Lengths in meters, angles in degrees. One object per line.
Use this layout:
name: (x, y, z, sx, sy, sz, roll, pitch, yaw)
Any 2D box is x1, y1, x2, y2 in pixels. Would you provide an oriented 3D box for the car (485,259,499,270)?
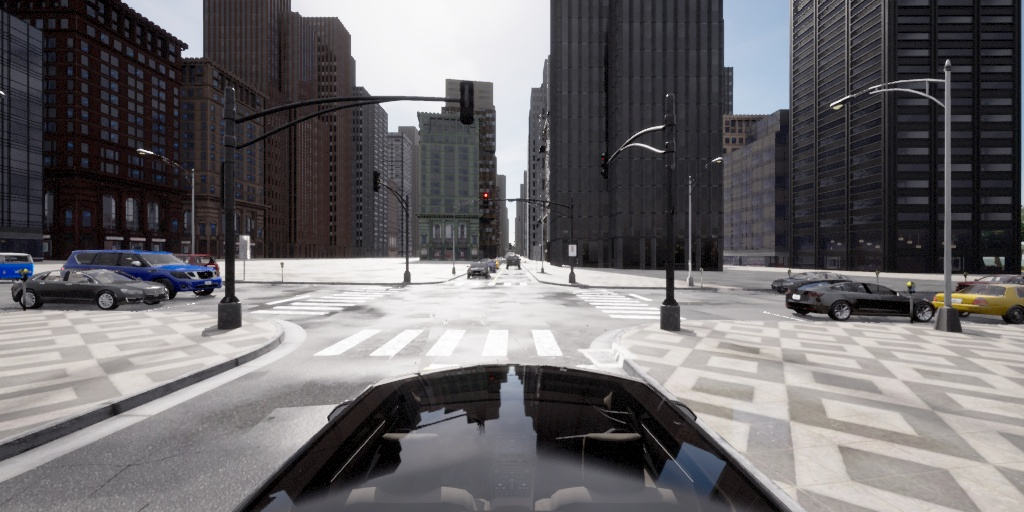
car: (-2.979, 1.225, 54.287, 1.882, 1.535, 5.008, 0, 0, 0)

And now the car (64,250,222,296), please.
car: (-15.814, 0.771, 15.419, 5.566, 2.045, 2.150, 1, 0, 0)

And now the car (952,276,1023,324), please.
car: (17.962, 1.570, 12.683, 4.829, 1.417, 1.751, 0, 0, 0)

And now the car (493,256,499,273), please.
car: (-3.009, 1.100, 43.502, 2.097, 1.767, 4.553, 0, 0, 0)

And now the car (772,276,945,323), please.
car: (12.150, 1.523, 12.696, 4.313, 1.339, 1.948, 0, 0, 0)

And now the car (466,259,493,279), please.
car: (-3.035, 1.253, 33.250, 1.837, 1.490, 4.892, 0, 0, 0)

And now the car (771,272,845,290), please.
car: (17.820, 1.590, 21.208, 4.403, 1.370, 2.007, 0, 0, 0)

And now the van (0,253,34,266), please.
van: (-31.105, 0.679, 21.224, 3.998, 1.789, 1.690, 0, 0, 0)

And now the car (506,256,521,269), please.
car: (0.214, 0.969, 57.638, 2.150, 2.045, 5.566, 0, 0, 0)

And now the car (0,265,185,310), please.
car: (-14.758, 1.116, 12.661, 4.403, 1.370, 2.007, 0, 0, 0)

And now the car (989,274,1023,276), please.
car: (29.106, 1.765, 21.183, 4.507, 1.381, 1.888, 0, 0, 0)
